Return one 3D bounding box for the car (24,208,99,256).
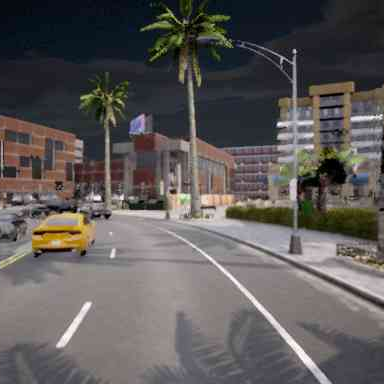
[{"bbox_3d":[-5.252,1.666,14.097,1.882,1.535,5.008,0,-1,-11],"label":"car"}]

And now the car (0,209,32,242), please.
[{"bbox_3d":[-9.963,1.804,17.453,1.994,1.385,4.181,0,-1,-18],"label":"car"}]

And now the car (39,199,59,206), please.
[{"bbox_3d":[-33.947,2.461,78.843,4.193,1.474,1.816,0,-1,20],"label":"car"}]

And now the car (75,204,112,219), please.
[{"bbox_3d":[-9.707,2.037,33.128,1.895,1.301,4.718,0,-1,-35],"label":"car"}]

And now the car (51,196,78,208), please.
[{"bbox_3d":[-16.238,1.769,41.077,5.566,2.045,2.150,-1,-1,40],"label":"car"}]

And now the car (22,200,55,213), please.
[{"bbox_3d":[-17.289,2.000,36.638,1.837,1.490,4.892,1,-1,-43],"label":"car"}]

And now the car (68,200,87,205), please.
[{"bbox_3d":[-30.523,2.748,88.769,4.718,1.301,1.895,0,-1,20],"label":"car"}]
